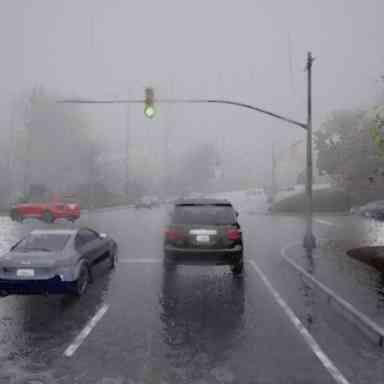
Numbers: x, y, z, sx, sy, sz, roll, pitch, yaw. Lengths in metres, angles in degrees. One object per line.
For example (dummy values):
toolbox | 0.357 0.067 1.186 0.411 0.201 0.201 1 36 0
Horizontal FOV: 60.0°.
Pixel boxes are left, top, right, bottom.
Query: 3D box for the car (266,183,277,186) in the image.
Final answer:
car | 19.028 -1.072 79.906 2.150 2.045 5.566 0 4 37

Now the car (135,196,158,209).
car | -5.723 1.284 43.605 2.097 1.767 4.553 0 1 15

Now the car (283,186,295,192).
car | 22.632 -0.782 78.913 2.033 1.411 5.357 0 4 37

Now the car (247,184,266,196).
car | 13.411 -0.186 71.334 2.097 1.767 4.553 0 4 32

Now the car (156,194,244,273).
car | 0.368 1.219 10.797 2.150 2.045 5.566 0 0 2

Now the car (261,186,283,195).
car | 16.986 -0.011 70.488 1.895 1.301 4.718 0 4 32

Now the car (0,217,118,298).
car | -3.261 1.559 8.573 1.994 1.385 4.181 0 0 1

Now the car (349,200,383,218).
car | 15.853 1.427 27.924 4.902 1.511 2.128 -1 0 3

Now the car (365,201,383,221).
car | 15.773 1.537 24.424 4.718 1.301 1.895 -1 0 3

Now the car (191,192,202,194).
car | 0.698 0.797 61.956 2.128 1.511 4.902 0 3 23

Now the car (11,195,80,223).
car | -10.732 1.209 24.356 5.566 2.045 2.150 0 -1 28
